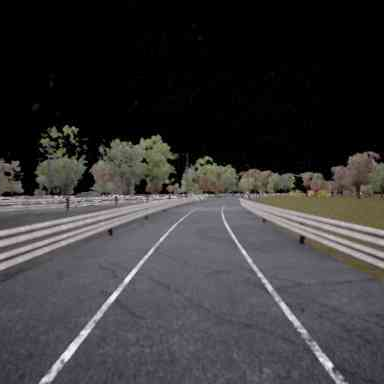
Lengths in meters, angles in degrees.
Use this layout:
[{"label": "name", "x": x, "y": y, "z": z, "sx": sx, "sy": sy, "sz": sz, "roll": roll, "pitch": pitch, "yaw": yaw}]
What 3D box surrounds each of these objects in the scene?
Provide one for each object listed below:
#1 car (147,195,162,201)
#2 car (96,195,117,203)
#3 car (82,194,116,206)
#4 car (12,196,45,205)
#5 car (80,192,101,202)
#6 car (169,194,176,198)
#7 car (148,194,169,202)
[{"label": "car", "x": -8.616, "y": 1.399, "z": 76.452, "sx": 1.994, "sy": 1.385, "sz": 4.181, "roll": 0, "pitch": 0, "yaw": 18}, {"label": "car", "x": -16.312, "y": 1.351, "z": 63.838, "sx": 1.994, "sy": 1.385, "sz": 4.181, "roll": 0, "pitch": 0, "yaw": 17}, {"label": "car", "x": -13.509, "y": 1.339, "z": 48.703, "sx": 1.895, "sy": 1.301, "sz": 4.718, "roll": 0, "pitch": 0, "yaw": 16}, {"label": "car", "x": -21.858, "y": 1.259, "z": 44.666, "sx": 1.812, "sy": 1.442, "sz": 4.674, "roll": 0, "pitch": 0, "yaw": 16}, {"label": "car", "x": -15.742, "y": 0.956, "z": 53.385, "sx": 2.150, "sy": 2.045, "sz": 5.566, "roll": 0, "pitch": 0, "yaw": 16}, {"label": "car", "x": -6.218, "y": 1.424, "z": 94.561, "sx": 2.128, "sy": 1.511, "sz": 4.902, "roll": 0, "pitch": 0, "yaw": 20}, {"label": "car", "x": -7.204, "y": 1.284, "z": 69.500, "sx": 1.837, "sy": 1.490, "sz": 4.892, "roll": 0, "pitch": 0, "yaw": 18}]
